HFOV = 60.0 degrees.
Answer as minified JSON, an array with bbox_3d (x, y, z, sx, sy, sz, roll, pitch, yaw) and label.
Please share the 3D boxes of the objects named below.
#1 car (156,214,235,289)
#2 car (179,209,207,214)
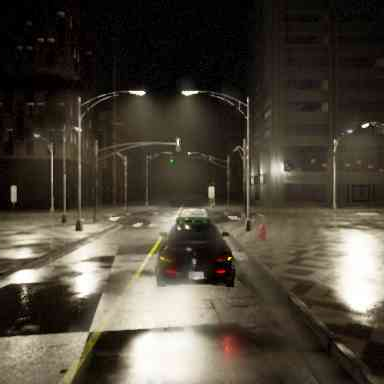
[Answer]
[{"bbox_3d":[0.078,1.555,9.153,1.812,1.442,4.674,0,0,0],"label":"car"},{"bbox_3d":[0.119,1.662,19.782,1.895,1.301,4.718,0,0,2],"label":"car"}]
